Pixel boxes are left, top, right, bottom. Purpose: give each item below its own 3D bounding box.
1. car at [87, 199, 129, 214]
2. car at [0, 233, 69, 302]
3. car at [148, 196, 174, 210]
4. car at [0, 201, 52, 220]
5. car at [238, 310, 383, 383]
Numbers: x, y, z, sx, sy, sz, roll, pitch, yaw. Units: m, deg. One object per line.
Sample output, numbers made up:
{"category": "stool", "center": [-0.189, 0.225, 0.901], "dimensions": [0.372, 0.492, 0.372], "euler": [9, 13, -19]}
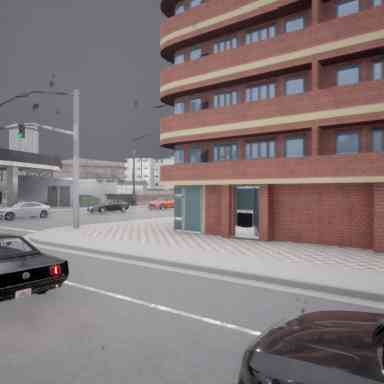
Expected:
{"category": "car", "center": [-8.915, 1.509, 35.602], "dimensions": [2.128, 1.511, 4.902], "euler": [0, 0, 35]}
{"category": "car", "center": [-4.939, 1.599, 7.503], "dimensions": [4.718, 1.301, 1.895], "euler": [0, 0, 36]}
{"category": "car", "center": [-3.679, 1.389, 43.190], "dimensions": [2.097, 1.767, 4.553], "euler": [0, 0, 35]}
{"category": "car", "center": [-14.142, 1.523, 27.958], "dimensions": [1.812, 1.442, 4.674], "euler": [0, 0, 34]}
{"category": "car", "center": [2.641, 1.514, 2.111], "dimensions": [4.892, 1.490, 1.837], "euler": [0, 0, 35]}
